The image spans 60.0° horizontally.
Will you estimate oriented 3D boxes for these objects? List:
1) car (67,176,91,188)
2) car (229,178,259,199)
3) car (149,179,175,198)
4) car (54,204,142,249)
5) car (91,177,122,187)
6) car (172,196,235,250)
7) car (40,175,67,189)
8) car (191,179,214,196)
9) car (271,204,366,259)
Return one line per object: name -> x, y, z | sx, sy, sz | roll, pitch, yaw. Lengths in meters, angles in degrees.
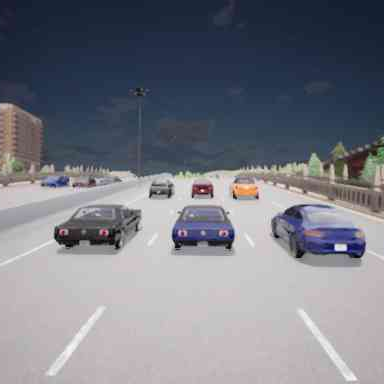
car -> -12.927, -1.204, 40.205 | 1.994, 1.385, 4.181 | 0, 5, 2
car -> 4.411, -0.465, 28.678 | 2.097, 1.767, 4.553 | 0, 4, 2
car -> -2.579, -0.373, 29.110 | 2.128, 1.511, 4.902 | 0, 5, 2
car -> -3.095, 1.073, 12.041 | 1.895, 1.301, 4.718 | 0, 4, 2
car -> -9.483, -1.083, 38.564 | 2.033, 1.411, 5.357 | 0, 5, 2
car -> 0.403, 1.088, 11.938 | 1.895, 1.301, 4.718 | 0, 4, 2
car -> -16.432, -1.286, 40.059 | 1.882, 1.535, 5.008 | 0, 5, 2
car -> 0.952, -0.448, 29.967 | 1.882, 1.535, 5.008 | 0, 5, 2
car -> 3.863, 1.097, 10.753 | 1.812, 1.442, 4.674 | 0, 4, 2
